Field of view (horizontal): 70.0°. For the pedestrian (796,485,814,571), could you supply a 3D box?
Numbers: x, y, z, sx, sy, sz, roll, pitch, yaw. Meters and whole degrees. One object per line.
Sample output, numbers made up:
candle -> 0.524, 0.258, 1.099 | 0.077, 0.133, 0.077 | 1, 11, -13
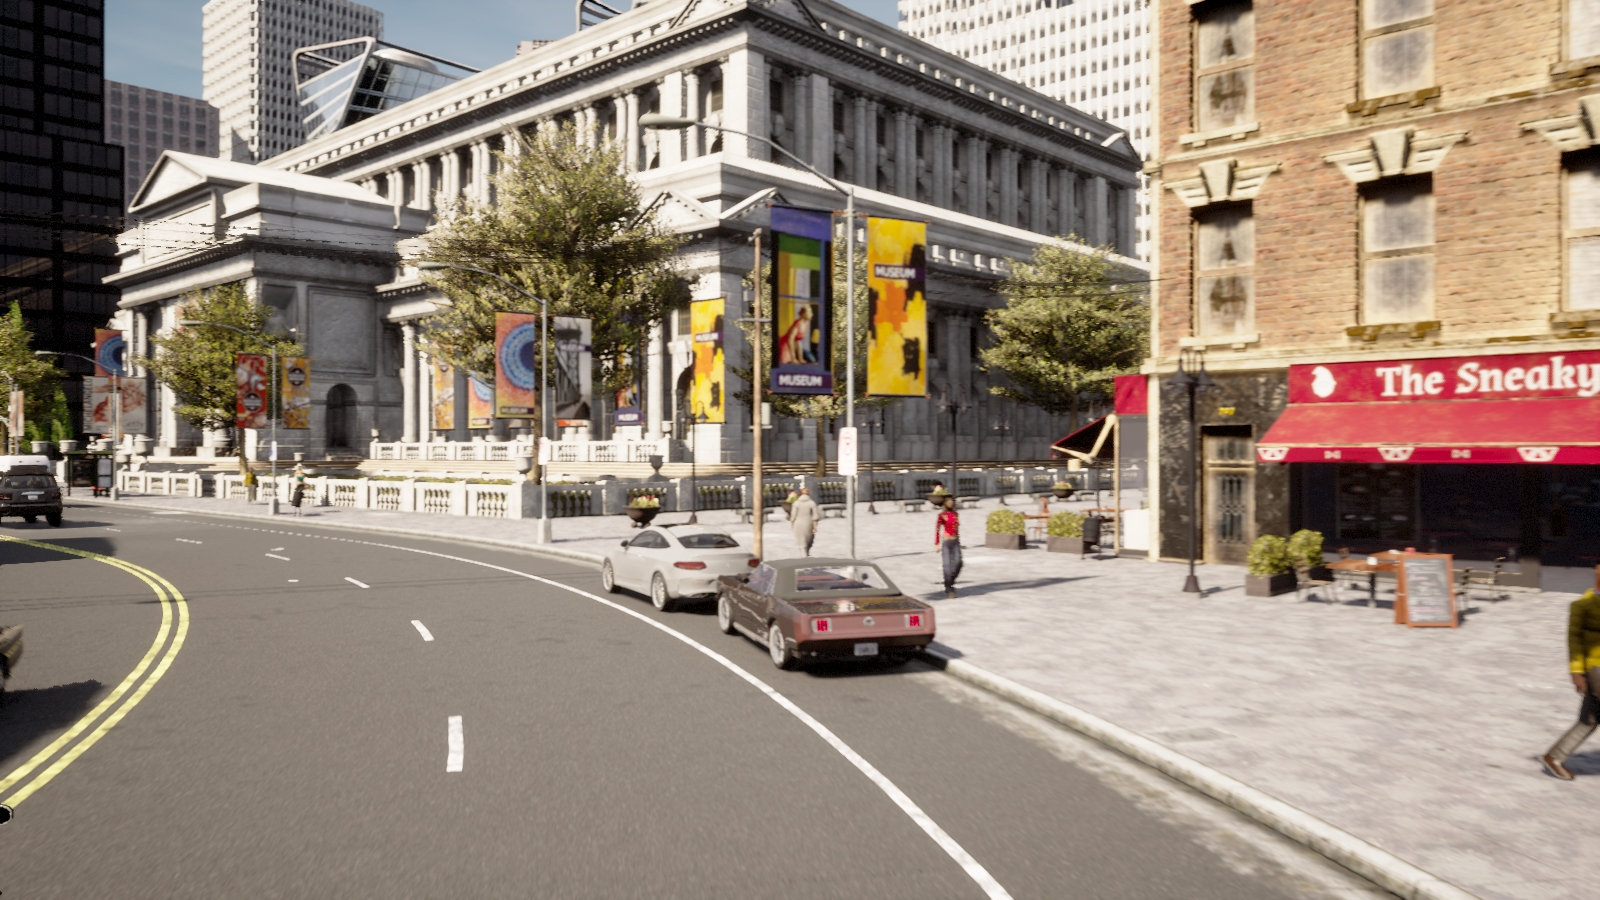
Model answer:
pedestrian -> 0.111, 1.696, 25.088 | 0.375, 1.860, 0.375 | 0, 0, -3

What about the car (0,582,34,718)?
car -> -8.905, 2.160, 10.541 | 1.895, 1.301, 4.718 | 0, 0, -19

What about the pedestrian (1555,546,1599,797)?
pedestrian -> 6.179, 1.693, 8.870 | 0.375, 1.860, 0.375 | 0, 0, -17

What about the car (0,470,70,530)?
car -> -29.290, 1.794, 42.638 | 5.566, 2.045, 2.150 | 0, 0, 43

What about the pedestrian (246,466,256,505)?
pedestrian -> -26.292, 1.709, 54.687 | 0.375, 1.860, 0.375 | 0, 0, -35

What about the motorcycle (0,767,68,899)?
motorcycle -> -3.916, 2.207, 4.537 | 0.867, 1.251, 2.209 | 0, 0, -8

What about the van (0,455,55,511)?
van -> -38.565, 1.554, 56.060 | 5.915, 2.561, 1.988 | 0, 0, 43

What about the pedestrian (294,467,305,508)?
pedestrian -> -22.968, 1.710, 52.423 | 0.375, 1.860, 0.375 | 0, 0, -40

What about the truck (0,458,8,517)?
truck -> -36.340, 1.588, 49.198 | 5.204, 2.467, 2.627 | 0, 0, 43

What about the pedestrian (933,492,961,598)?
pedestrian -> 2.638, 1.697, 20.494 | 0.375, 1.860, 0.375 | 0, 0, -21
